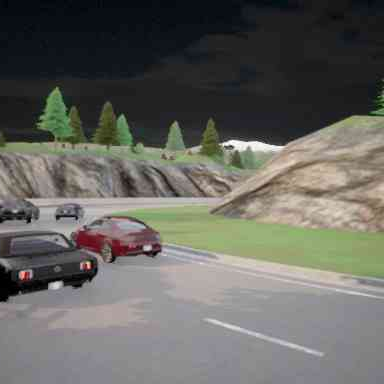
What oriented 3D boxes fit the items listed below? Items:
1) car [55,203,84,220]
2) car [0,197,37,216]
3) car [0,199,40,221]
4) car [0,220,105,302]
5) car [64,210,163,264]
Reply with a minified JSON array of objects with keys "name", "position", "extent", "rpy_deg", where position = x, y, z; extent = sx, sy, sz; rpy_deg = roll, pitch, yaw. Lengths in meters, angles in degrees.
[{"name":"car","position":[-10.789,1.687,29.558],"extent":[2.033,1.411,5.357],"rpy_deg":[0,0,-11]},{"name":"car","position":[-18.180,1.483,34.681],"extent":[2.097,1.767,4.553],"rpy_deg":[0,0,-4]},{"name":"car","position":[-13.456,1.454,26.279],"extent":[2.097,1.767,4.553],"rpy_deg":[1,0,-15]},{"name":"car","position":[-4.287,1.636,8.487],"extent":[1.895,1.301,4.718],"rpy_deg":[1,0,-42]},{"name":"car","position":[-2.872,1.595,12.262],"extent":[1.812,1.442,4.674],"rpy_deg":[0,0,-40]}]
